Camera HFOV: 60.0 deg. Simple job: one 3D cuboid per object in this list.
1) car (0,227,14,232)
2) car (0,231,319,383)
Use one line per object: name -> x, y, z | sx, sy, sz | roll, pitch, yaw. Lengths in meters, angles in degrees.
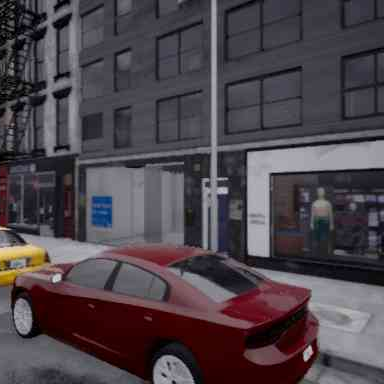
car -> -5.767, 1.506, 8.628 | 5.366, 1.575, 1.801 | 0, -1, 36
car -> -0.786, 1.520, 4.952 | 5.008, 1.535, 1.882 | 0, -1, 36
